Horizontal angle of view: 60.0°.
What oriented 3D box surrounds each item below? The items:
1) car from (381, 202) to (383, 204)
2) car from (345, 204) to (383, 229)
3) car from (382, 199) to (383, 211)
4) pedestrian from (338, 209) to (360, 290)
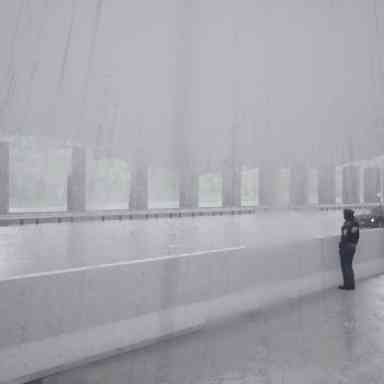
[{"bbox_3d":[20.300,1.547,33.514,5.357,1.411,2.033,0,0,-31],"label":"car"},{"bbox_3d":[11.107,1.601,19.607,4.718,1.301,1.895,0,0,-32],"label":"car"},{"bbox_3d":[25.364,1.564,40.647,4.181,1.385,1.994,0,0,-31],"label":"car"},{"bbox_3d":[3.575,1.294,7.644,0.375,1.860,0.375,0,0,-33],"label":"pedestrian"}]
